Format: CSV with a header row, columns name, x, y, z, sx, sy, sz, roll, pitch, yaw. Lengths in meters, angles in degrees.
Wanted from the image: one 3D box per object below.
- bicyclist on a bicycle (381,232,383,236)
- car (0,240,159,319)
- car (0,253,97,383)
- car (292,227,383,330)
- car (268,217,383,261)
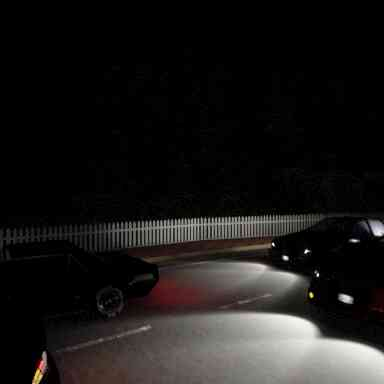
name,x,y,z,sx,sy,sz,roll,pitch,yaw
bicyclist on a bicycle,6.257,1.495,9.951,0.582,1.620,1.656,-1,4,-27
car,-3.071,1.601,5.871,4.718,1.301,1.895,0,0,-34
car,-3.233,1.492,1.560,4.902,1.511,2.128,0,0,-35
car,4.238,1.564,6.432,4.181,1.385,1.994,0,0,-30
car,5.128,1.543,10.954,5.357,1.411,2.033,0,0,-26
